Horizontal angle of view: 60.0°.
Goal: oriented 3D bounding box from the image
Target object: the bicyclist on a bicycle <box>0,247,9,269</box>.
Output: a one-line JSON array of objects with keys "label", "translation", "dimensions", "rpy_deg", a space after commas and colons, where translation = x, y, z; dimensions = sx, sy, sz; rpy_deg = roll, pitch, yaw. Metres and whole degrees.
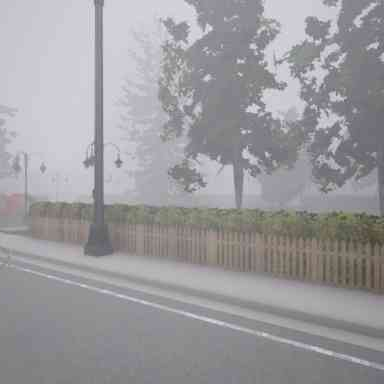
[{"label": "bicyclist on a bicycle", "translation": [-6.006, 1.434, 9.190], "dimensions": [1.656, 1.620, 0.582], "rpy_deg": [-2, 1, -34]}]
